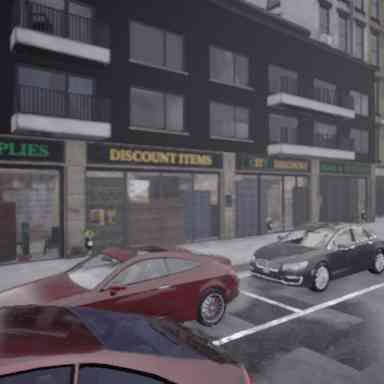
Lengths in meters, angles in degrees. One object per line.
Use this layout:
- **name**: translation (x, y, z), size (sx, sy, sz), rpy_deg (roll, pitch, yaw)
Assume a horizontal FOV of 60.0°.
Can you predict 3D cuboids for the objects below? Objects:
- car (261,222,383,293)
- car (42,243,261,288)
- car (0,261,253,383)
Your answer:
- **car**: translation (3.422, 1.488, 8.624), size (4.403, 1.369, 2.008), rpy_deg (-1, 0, -35)
- **car**: translation (-1.066, 1.564, 5.426), size (4.206, 1.307, 1.802), rpy_deg (-1, 0, -35)
- **car**: translation (-1.521, 1.566, 1.971), size (4.181, 1.385, 1.994), rpy_deg (-1, 0, -35)
